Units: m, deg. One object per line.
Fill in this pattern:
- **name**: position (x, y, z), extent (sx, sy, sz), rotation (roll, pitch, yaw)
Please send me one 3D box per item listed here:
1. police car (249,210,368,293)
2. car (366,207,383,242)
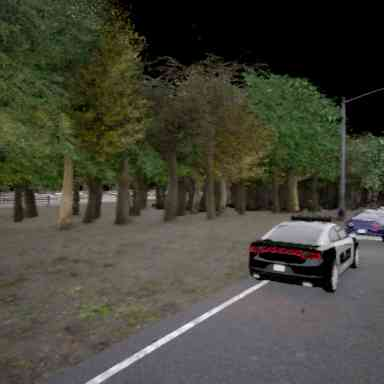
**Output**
- **police car**: position (3.403, 1.477, 9.380), extent (1.930, 1.638, 5.238), rotation (1, 0, 35)
- **car**: position (9.343, 1.662, 17.228), extent (1.812, 1.442, 4.674), rotation (1, 0, 39)
